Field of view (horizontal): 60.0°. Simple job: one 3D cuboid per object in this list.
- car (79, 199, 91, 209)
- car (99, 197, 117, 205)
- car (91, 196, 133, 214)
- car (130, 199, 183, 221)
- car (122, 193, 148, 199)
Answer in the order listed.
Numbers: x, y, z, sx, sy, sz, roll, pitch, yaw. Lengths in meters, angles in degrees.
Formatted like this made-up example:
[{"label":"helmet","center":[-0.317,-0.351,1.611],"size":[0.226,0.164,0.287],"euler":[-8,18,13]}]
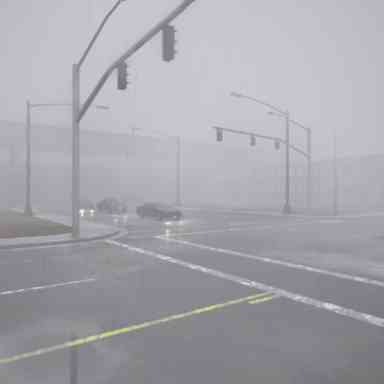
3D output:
[{"label":"car","center":[-14.500,1.586,44.361],"size":[1.994,1.385,4.181],"euler":[0,0,-32]},{"label":"car","center":[-15.021,1.561,59.783],"size":[1.812,1.442,4.674],"euler":[0,0,3]},{"label":"car","center":[-8.793,1.513,36.211],"size":[2.128,1.511,4.902],"euler":[0,0,-36]},{"label":"car","center":[-2.923,1.569,28.222],"size":[2.033,1.411,5.357],"euler":[0,0,-36]},{"label":"car","center":[-12.329,1.270,69.349],"size":[2.150,2.045,5.566],"euler":[0,0,30]}]
